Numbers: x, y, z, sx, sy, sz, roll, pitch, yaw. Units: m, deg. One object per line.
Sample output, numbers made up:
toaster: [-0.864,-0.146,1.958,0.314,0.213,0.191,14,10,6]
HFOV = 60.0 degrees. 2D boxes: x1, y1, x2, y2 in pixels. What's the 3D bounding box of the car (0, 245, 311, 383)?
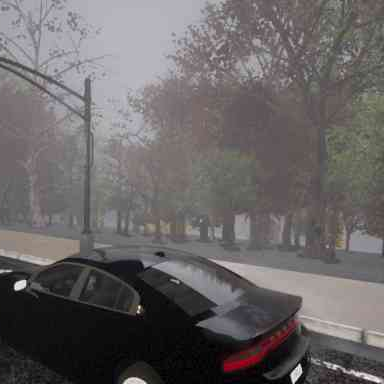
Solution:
car: [-1.046,1.477,4.488,5.008,1.535,1.882,0,0,36]
